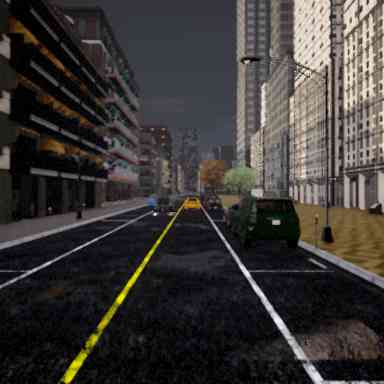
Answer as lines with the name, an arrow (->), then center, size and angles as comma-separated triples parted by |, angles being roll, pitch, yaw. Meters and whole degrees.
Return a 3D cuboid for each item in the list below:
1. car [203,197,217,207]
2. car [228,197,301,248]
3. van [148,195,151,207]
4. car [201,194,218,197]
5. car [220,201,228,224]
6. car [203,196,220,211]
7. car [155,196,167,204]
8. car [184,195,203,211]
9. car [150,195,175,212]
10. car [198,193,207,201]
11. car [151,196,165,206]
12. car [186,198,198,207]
car -> 2.683, 1.532, 50.863 | 1.947, 1.339, 4.313 | 0, 0, 0
car -> 3.104, 1.212, 14.925 | 2.150, 2.045, 5.566 | 0, 0, 0
van -> -5.697, 1.307, 50.862 | 1.690, 1.788, 3.998 | 0, 0, 0
car -> 2.685, 1.282, 45.341 | 2.192, 1.841, 5.009 | 0, 0, 0
car -> 3.142, 1.484, 21.895 | 1.837, 1.490, 4.892 | 0, 0, 0
car -> 2.686, 1.520, 39.817 | 2.008, 1.369, 4.403 | 0, 0, 0
car -> -5.700, 1.532, 61.908 | 1.947, 1.339, 4.313 | 0, 0, 0
car -> 0.066, 1.447, 40.842 | 1.882, 1.535, 5.008 | 0, 0, 1
car -> -3.101, 1.323, 37.464 | 2.097, 1.767, 4.553 | 0, 0, 0
car -> 2.677, 1.291, 84.001 | 2.192, 1.841, 5.009 | 0, 0, 0
car -> -5.699, 1.491, 56.215 | 1.752, 1.417, 4.829 | 0, 0, 0
car -> 0.017, 1.567, 52.981 | 1.895, 1.301, 4.718 | 0, 0, 0
